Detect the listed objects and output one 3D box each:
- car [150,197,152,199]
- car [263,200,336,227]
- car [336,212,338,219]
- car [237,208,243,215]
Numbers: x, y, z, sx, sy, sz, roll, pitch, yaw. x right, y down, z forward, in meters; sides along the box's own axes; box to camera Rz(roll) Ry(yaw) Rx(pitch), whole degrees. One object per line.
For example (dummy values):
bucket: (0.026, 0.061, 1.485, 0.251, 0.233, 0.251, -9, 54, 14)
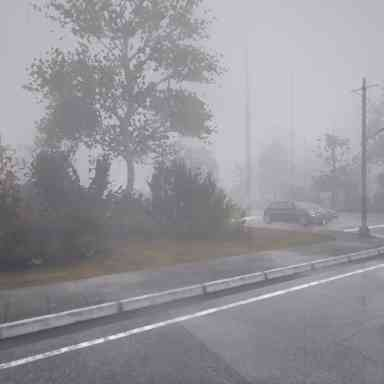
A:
car: (-6.113, 1.848, 53.041, 5.566, 2.045, 2.150, -2, -1, 40)
car: (7.313, 1.425, 23.643, 2.097, 1.767, 4.553, 0, -1, -38)
car: (9.212, 1.593, 26.889, 1.837, 1.490, 4.892, 0, -1, -42)
car: (3.501, 1.780, 33.716, 1.994, 1.385, 4.181, 0, -1, -42)
